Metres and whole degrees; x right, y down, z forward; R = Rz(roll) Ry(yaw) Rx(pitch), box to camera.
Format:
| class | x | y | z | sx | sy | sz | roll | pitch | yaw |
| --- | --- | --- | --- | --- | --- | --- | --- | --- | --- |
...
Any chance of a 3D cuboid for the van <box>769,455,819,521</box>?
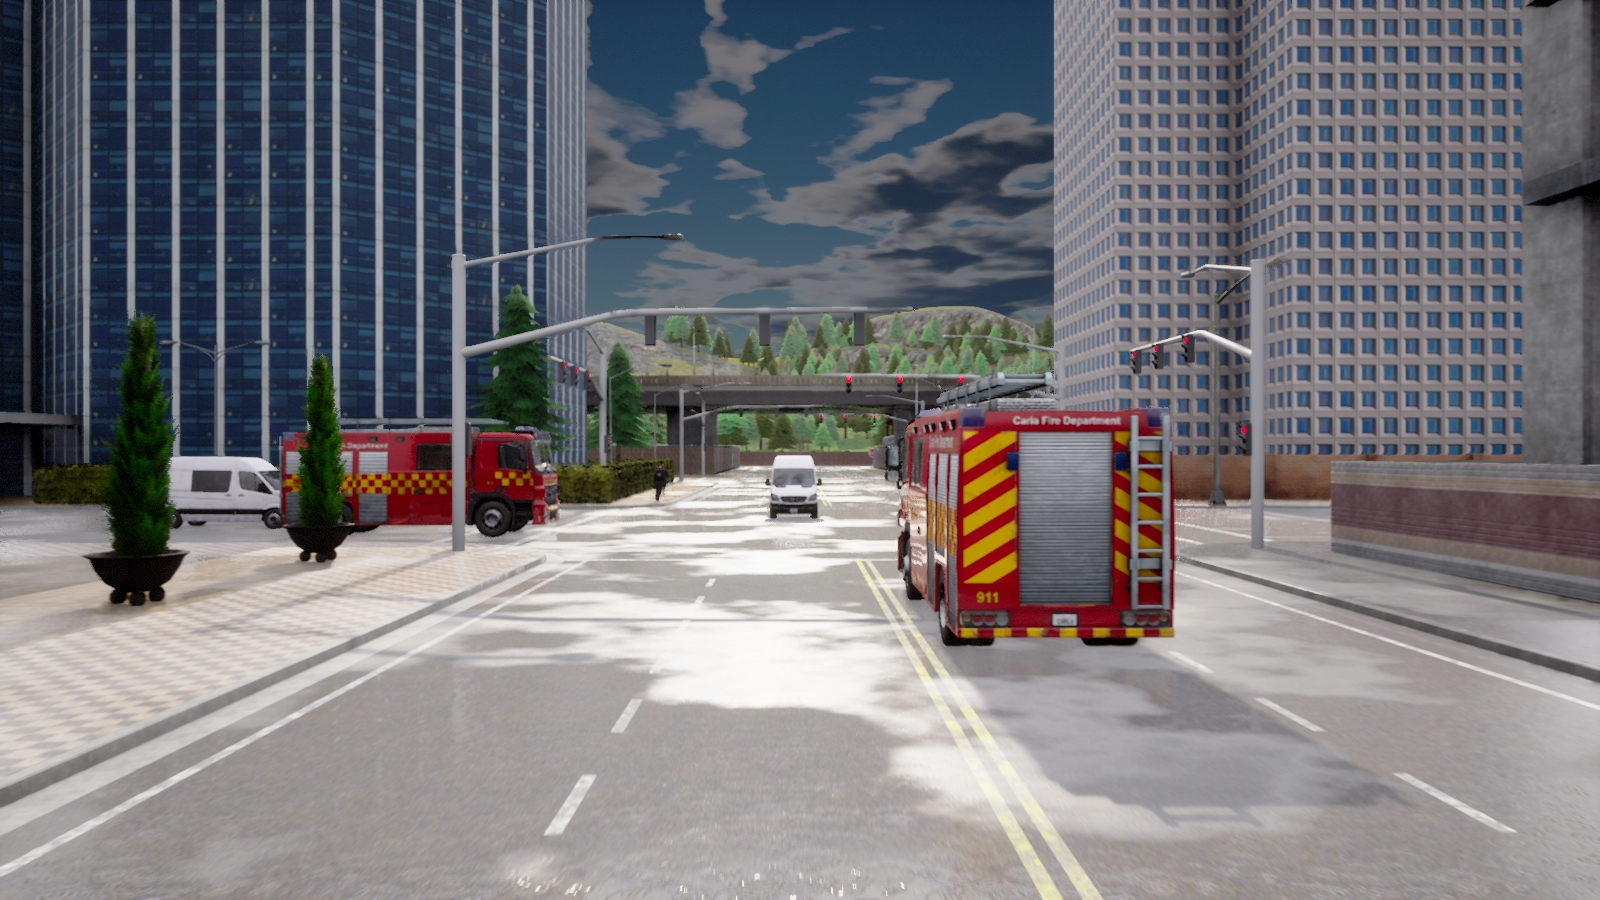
| class | x | y | z | sx | sy | sz | roll | pitch | yaw |
| --- | --- | --- | --- | --- | --- | --- | --- | --- | --- |
| van | -0.267 | 1.527 | 48.325 | 1.988 | 2.561 | 5.915 | 0 | 0 | 0 |

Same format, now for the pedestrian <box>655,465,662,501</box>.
| class | x | y | z | sx | sy | sz | roll | pitch | yaw |
| --- | --- | --- | --- | --- | --- | --- | --- | --- | --- |
| pedestrian | -7.225 | 1.687 | 58.355 | 0.375 | 1.860 | 0.375 | 0 | 0 | -4 |

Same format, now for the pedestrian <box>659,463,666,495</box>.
| class | x | y | z | sx | sy | sz | roll | pitch | yaw |
| --- | --- | --- | --- | --- | --- | --- | --- | --- | --- |
| pedestrian | -7.967 | 1.686 | 66.207 | 0.375 | 1.860 | 0.375 | 0 | 0 | 3 |

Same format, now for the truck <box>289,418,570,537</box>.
| class | x | y | z | sx | sy | sz | roll | pitch | yaw |
| --- | --- | --- | --- | --- | --- | --- | --- | --- | --- |
| truck | -12.182 | 0.884 | 38.130 | 8.468 | 3.827 | 2.891 | 0 | 0 | -1 |

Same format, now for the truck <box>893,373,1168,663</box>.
| class | x | y | z | sx | sy | sz | roll | pitch | yaw |
| --- | --- | --- | --- | --- | --- | --- | --- | --- | --- |
| truck | 3.386 | 0.888 | 19.306 | 2.891 | 3.827 | 8.468 | 0 | 0 | 0 |
